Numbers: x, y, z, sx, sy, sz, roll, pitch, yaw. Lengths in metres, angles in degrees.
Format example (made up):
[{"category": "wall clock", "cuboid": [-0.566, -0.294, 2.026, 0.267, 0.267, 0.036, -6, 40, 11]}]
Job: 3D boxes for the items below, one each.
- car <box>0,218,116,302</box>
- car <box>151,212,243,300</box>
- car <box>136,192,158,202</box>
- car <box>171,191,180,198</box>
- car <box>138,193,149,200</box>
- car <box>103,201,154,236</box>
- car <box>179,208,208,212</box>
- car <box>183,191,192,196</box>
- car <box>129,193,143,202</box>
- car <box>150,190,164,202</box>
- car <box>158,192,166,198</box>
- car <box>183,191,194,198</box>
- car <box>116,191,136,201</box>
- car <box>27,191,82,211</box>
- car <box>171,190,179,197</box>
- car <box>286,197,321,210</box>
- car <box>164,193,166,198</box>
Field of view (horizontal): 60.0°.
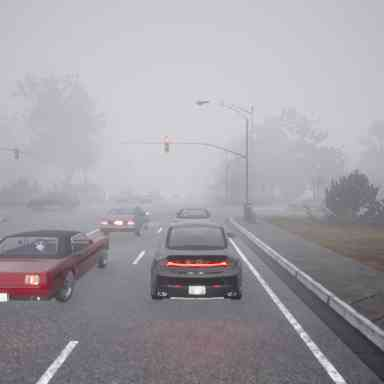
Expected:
[{"category": "car", "cuboid": [-3.411, 1.570, 8.126, 1.895, 1.301, 4.718, 0, 0, 0]}, {"category": "car", "cuboid": [0.089, 1.473, 8.305, 1.837, 1.490, 4.892, 0, 0, 0]}, {"category": "car", "cuboid": [-7.184, 1.147, 53.268, 2.033, 1.411, 5.357, 0, 0, 0]}, {"category": "car", "cuboid": [-4.130, 0.595, 84.671, 2.097, 1.767, 4.553, 0, 1, -4]}, {"category": "car", "cuboid": [-10.731, 0.984, 73.760, 1.895, 1.301, 4.718, 0, 1, -1]}, {"category": "car", "cuboid": [-3.443, 1.441, 17.715, 2.033, 1.411, 5.357, 0, 0, -1]}, {"category": "car", "cuboid": [0.083, 1.495, 17.618, 1.895, 1.301, 4.718, 0, 0, 0]}, {"category": "car", "cuboid": [-1.410, 0.456, 95.102, 2.033, 1.411, 5.357, 0, 1, -7]}, {"category": "car", "cuboid": [-10.666, 0.982, 63.674, 1.882, 1.535, 5.008, 0, 1, 0]}, {"category": "car", "cuboid": [-7.157, 0.727, 63.443, 2.150, 2.045, 5.566, 0, 1, -1]}, {"category": "car", "cuboid": [-7.590, 0.773, 83.902, 1.812, 1.442, 4.674, 0, 1, -3]}, {"category": "car", "cuboid": [-0.659, 0.776, 85.225, 1.994, 1.385, 4.181, 0, 1, -4]}, {"category": "car", "cuboid": [-10.683, 0.816, 53.787, 2.150, 2.045, 5.566, 0, 0, 0]}, {"category": "car", "cuboid": [-15.075, 0.958, 36.668, 5.566, 2.045, 2.150, 0, 0, -3]}, {"category": "car", "cuboid": [-4.898, 0.443, 94.740, 2.097, 1.767, 4.553, 0, 1, -7]}, {"category": "car", "cuboid": [13.668, 1.270, 38.319, 5.357, 1.411, 2.033, 0, 0, 0]}, {"category": "car", "cuboid": [-7.226, 0.869, 73.633, 1.882, 1.535, 5.008, 0, 1, -1]}]
